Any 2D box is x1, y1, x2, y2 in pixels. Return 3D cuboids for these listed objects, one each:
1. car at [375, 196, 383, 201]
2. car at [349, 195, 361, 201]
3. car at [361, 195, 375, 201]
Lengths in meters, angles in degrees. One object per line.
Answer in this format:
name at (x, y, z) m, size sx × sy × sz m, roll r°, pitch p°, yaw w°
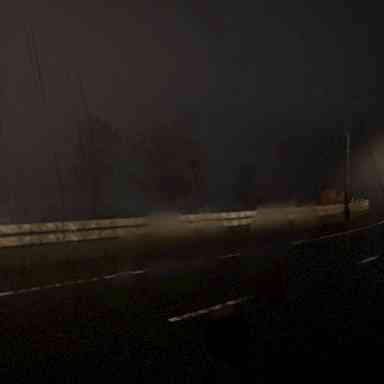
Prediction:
car at (46.674, 1.524, 82.813) m, size 1.895 × 1.301 × 4.718 m, roll 0°, pitch 0°, yaw 2°
car at (39.670, 1.443, 83.805) m, size 2.128 × 1.511 × 4.902 m, roll 0°, pitch 0°, yaw 2°
car at (43.161, 1.416, 83.556) m, size 1.837 × 1.490 × 4.892 m, roll 0°, pitch 0°, yaw 2°
